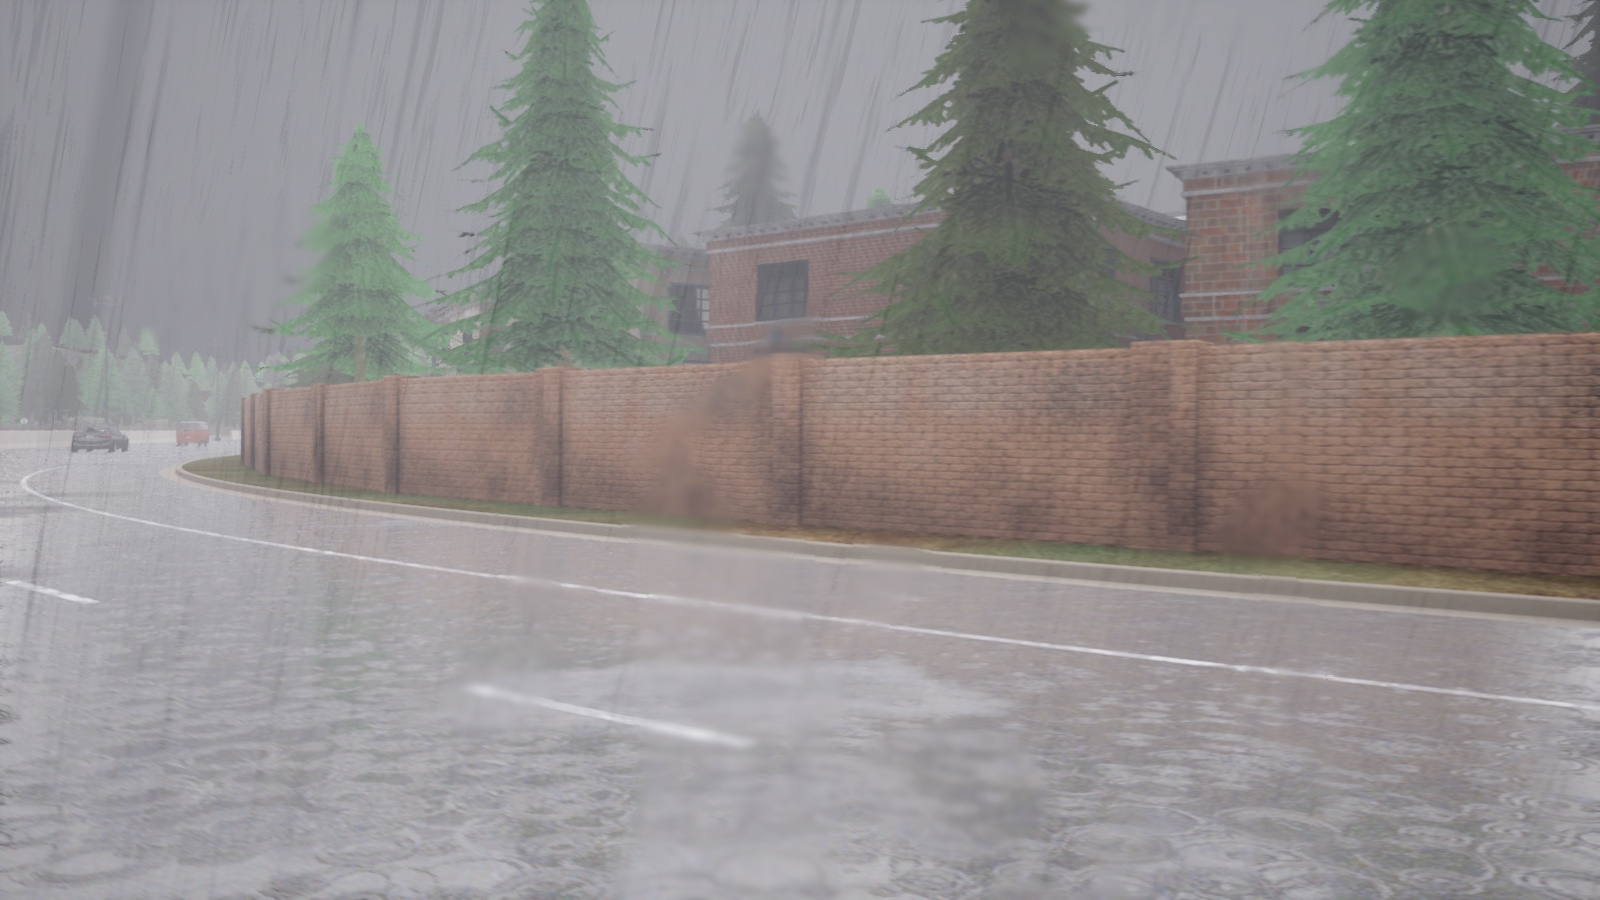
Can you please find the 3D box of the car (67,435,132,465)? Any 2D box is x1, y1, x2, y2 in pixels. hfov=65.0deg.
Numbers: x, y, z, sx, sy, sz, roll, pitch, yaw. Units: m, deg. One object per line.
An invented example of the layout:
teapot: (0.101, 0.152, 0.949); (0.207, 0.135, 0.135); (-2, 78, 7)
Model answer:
car: (-40.452, -0.031, 72.673); (2.242, 1.667, 4.611); (-1, 1, -16)
